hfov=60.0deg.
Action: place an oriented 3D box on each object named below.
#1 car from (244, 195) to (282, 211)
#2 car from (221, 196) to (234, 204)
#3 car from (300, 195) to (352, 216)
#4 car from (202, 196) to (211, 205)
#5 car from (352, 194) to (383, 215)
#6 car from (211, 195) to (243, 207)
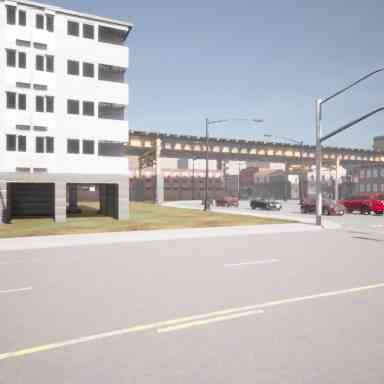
[{"bbox_3d":[9.116,1.491,41.354,2.128,1.511,4.902,0,0,-25],"label":"car"},{"bbox_3d":[7.179,1.492,66.797,2.128,1.511,4.902,0,0,14],"label":"car"},{"bbox_3d":[13.001,1.352,33.090,2.097,1.767,4.553,0,0,-25],"label":"car"},{"bbox_3d":[2.746,1.505,59.893,1.837,1.490,4.892,0,0,-1],"label":"car"},{"bbox_3d":[16.843,1.221,33.609,2.150,2.045,5.566,0,0,-25],"label":"car"},{"bbox_3d":[5.219,1.478,50.086,1.882,1.535,5.008,0,0,-22],"label":"car"}]
